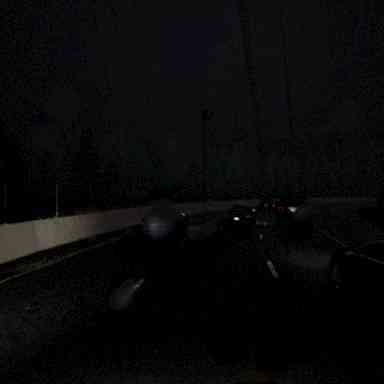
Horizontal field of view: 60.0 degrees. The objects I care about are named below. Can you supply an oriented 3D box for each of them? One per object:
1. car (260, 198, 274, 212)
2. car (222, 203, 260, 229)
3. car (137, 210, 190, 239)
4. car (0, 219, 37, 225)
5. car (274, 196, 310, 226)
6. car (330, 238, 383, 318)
[{"bbox_3d":[8.894,1.482,37.891,2.097,1.767,4.553,0,0,25],"label":"car"},{"bbox_3d":[3.256,1.640,22.379,1.994,1.385,4.181,0,0,14],"label":"car"},{"bbox_3d":[-1.397,1.623,17.741,1.994,1.385,4.181,0,0,11],"label":"car"},{"bbox_3d":[-9.161,1.540,15.259,2.128,1.511,4.902,0,0,10],"label":"car"},{"bbox_3d":[7.382,1.304,24.331,2.150,2.045,5.566,0,0,16],"label":"car"},{"bbox_3d":[3.967,1.512,5.764,2.128,1.511,4.902,0,0,4],"label":"car"}]
